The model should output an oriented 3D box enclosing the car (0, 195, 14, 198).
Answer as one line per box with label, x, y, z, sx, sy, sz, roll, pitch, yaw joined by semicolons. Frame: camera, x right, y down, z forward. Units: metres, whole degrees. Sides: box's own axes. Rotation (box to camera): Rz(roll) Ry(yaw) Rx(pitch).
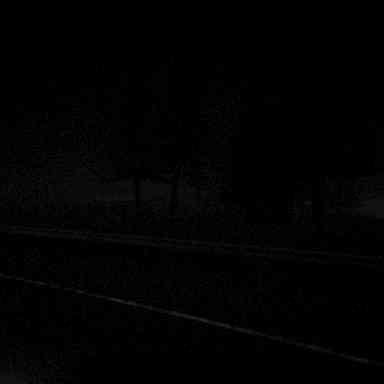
car;-40.712;1.443;71.939;1.837;1.490;4.892;0;0;11
